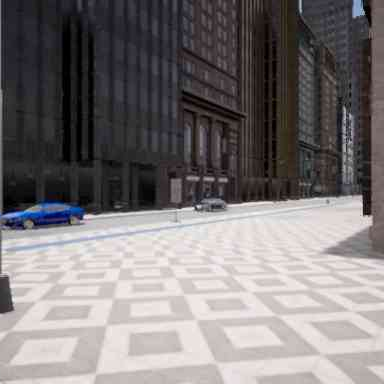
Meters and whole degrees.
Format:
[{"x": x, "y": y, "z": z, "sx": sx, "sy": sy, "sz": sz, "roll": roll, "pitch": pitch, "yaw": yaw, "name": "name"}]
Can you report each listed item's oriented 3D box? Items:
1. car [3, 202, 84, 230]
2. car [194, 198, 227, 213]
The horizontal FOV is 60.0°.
[{"x": -9.363, "y": 1.462, "z": 21.278, "sx": 1.882, "sy": 1.535, "sz": 5.008, "roll": 0, "pitch": 1, "yaw": 36, "name": "car"}, {"x": 2.135, "y": 1.462, "z": 37.361, "sx": 2.128, "sy": 1.511, "sz": 4.902, "roll": 0, "pitch": 0, "yaw": 36, "name": "car"}]
